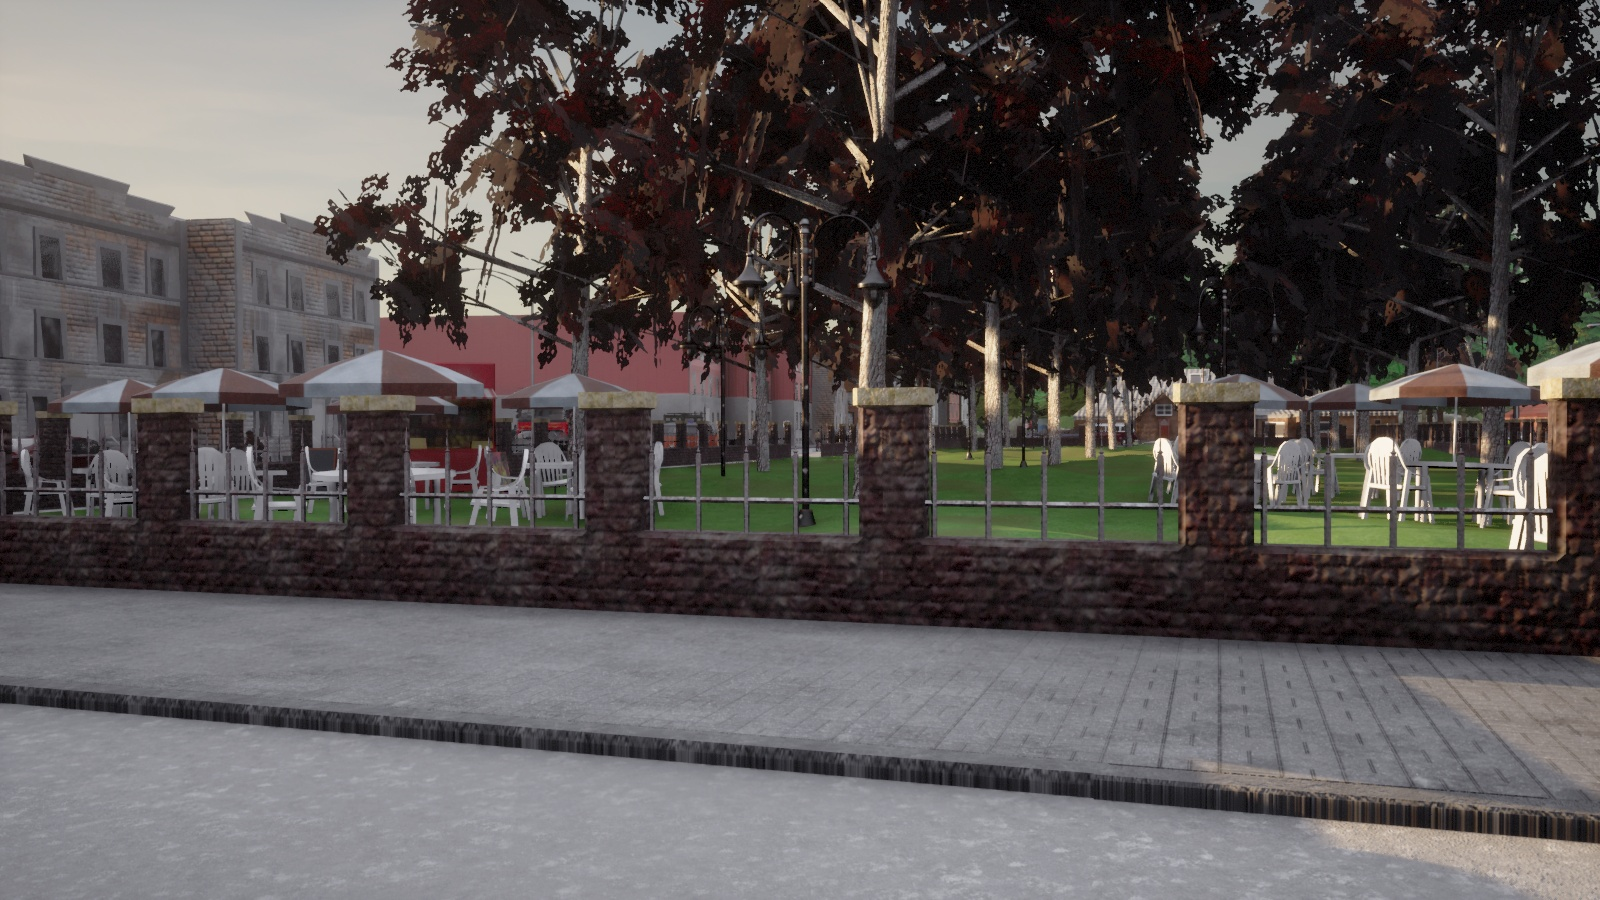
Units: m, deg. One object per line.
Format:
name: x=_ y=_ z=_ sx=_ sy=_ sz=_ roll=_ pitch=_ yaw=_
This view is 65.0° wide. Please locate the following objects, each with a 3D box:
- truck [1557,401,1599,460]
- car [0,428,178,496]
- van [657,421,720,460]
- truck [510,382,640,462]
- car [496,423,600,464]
truck: x=49.073 y=-1.208 z=77.212 sx=2.891 sy=3.462 sz=7.936 roll=1 pitch=1 yaw=21
car: x=-18.193 y=0.236 z=31.216 sx=1.882 sy=1.535 sz=5.008 roll=1 pitch=1 yaw=19
van: x=-5.982 y=-0.531 z=67.928 sx=1.775 sy=1.987 sz=4.442 roll=1 pitch=1 yaw=18
truck: x=-11.363 y=-1.412 z=64.411 sx=2.891 sy=3.827 sz=8.468 roll=1 pitch=1 yaw=18
car: x=-10.695 y=-0.296 z=53.770 sx=2.152 sy=1.651 sz=5.027 roll=1 pitch=1 yaw=18
